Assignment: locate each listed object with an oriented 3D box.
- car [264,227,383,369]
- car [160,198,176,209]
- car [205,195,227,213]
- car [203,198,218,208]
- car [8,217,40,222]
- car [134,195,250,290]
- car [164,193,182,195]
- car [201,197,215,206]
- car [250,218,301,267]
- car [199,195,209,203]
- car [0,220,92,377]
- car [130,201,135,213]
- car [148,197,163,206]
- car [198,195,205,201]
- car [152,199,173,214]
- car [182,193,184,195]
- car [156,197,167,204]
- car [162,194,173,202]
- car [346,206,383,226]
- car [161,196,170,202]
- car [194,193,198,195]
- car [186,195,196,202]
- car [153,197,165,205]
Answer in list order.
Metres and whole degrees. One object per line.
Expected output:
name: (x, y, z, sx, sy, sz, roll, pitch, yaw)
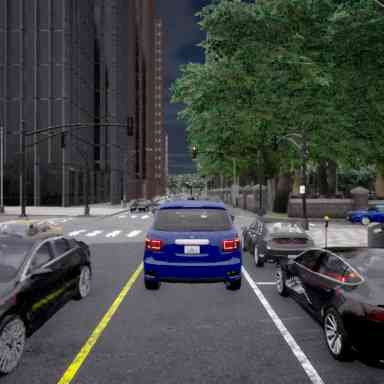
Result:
car: (2.748, 1.566, 5.714, 1.947, 1.339, 4.313, 0, 0, 0)
car: (-3.225, 1.547, 45.918, 1.812, 1.442, 4.674, 0, 0, 0)
car: (2.658, 1.328, 37.893, 2.192, 1.841, 5.009, 0, 0, 0)
car: (2.628, 1.591, 48.805, 1.947, 1.339, 4.313, 0, 0, 0)
car: (-5.792, 1.526, 11.025, 1.752, 1.417, 4.829, 0, 0, 0)
car: (0.048, 1.222, 9.207, 2.150, 2.045, 5.566, 0, 0, 1)
car: (-3.238, 1.385, 55.654, 2.097, 1.767, 4.553, 0, 0, 0)
car: (2.613, 1.582, 54.261, 2.008, 1.369, 4.403, 0, 0, 0)
car: (2.733, 1.551, 11.227, 2.008, 1.369, 4.403, 0, 0, 0)
car: (2.567, 1.491, 70.631, 1.967, 1.590, 4.097, 0, 0, 0)
car: (-3.131, 1.493, 5.588, 2.128, 1.511, 4.902, 0, 0, 0)
car: (-5.867, 1.579, 37.859, 1.947, 1.339, 4.313, 0, 0, 0)
car: (-5.913, 1.582, 54.230, 2.008, 1.369, 4.403, 0, 0, 0)
car: (2.521, 1.598, 87.170, 1.752, 1.417, 4.829, 0, 0, 0)
car: (-3.240, 1.538, 36.768, 1.812, 1.442, 4.674, 0, 0, 1)
car: (-3.215, 1.537, 66.046, 2.128, 1.511, 4.902, 0, 0, 0)
car: (-5.943, 1.626, 65.144, 1.802, 1.307, 4.206, 0, 0, 0)
car: (-5.988, 1.379, 81.516, 2.192, 1.841, 5.009, 0, 0, 0)
car: (14.726, 1.806, 26.066, 5.008, 1.535, 1.882, 1, 0, 0)
car: (-5.973, 1.639, 76.059, 1.802, 1.307, 4.206, 0, 0, 0)
car: (-0.089, 1.553, 67.834, 1.837, 1.490, 4.892, 0, 0, 0)
car: (-0.217, 1.585, 78.462, 2.128, 1.511, 4.902, 0, 0, 0)
car: (-5.928, 1.620, 59.687, 1.802, 1.307, 4.206, 0, 0, 0)
